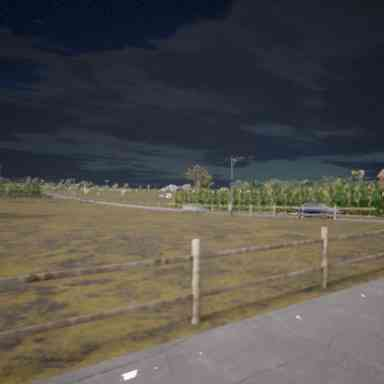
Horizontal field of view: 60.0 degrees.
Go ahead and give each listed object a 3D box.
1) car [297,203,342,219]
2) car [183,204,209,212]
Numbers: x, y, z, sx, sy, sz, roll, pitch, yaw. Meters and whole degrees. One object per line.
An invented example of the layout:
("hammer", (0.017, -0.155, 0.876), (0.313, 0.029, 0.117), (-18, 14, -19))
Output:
("car", (13.698, 1.962, 35.755), (2.097, 1.767, 4.553), (3, -3, -35))
("car", (0.639, 2.627, 54.063), (1.895, 1.301, 4.718), (3, -2, -35))
